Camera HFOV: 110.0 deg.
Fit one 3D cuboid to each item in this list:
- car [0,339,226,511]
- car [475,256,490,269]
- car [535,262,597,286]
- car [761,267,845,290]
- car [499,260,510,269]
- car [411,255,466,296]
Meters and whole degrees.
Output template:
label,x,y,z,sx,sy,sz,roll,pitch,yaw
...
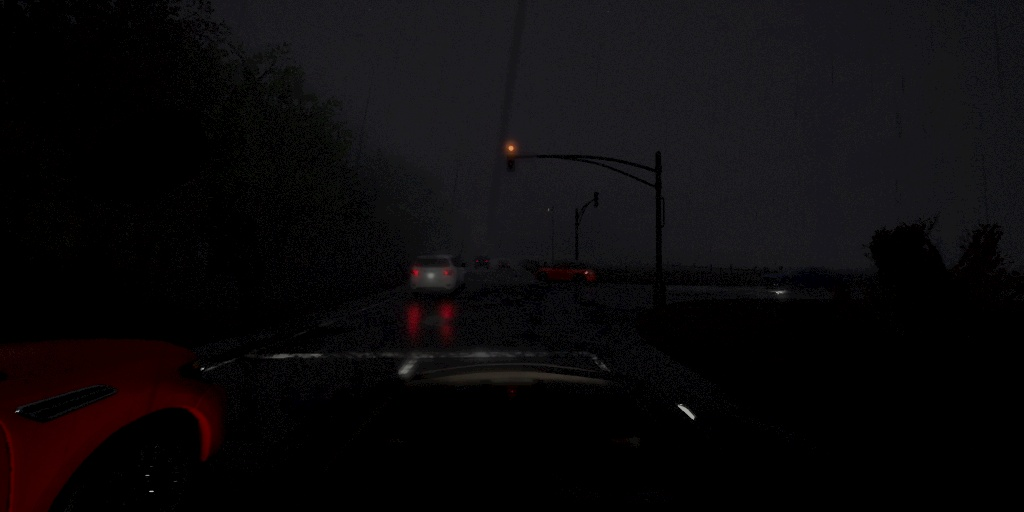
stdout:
label,x,y,z,sx,sy,sz,roll,pitch,yaw
car,-3.373,0.971,0.527,2.150,2.045,5.566,0,0,-1
car,-4.729,0.974,58.055,2.150,2.045,5.566,0,0,-1
car,4.073,1.214,27.508,4.553,1.767,2.097,2,0,33
car,19.772,1.504,24.492,5.008,1.535,1.882,1,-1,-1
car,-1.166,1.300,55.343,2.033,1.411,5.357,0,0,-1
car,-3.817,0.975,19.347,2.150,2.045,5.566,0,0,-1
